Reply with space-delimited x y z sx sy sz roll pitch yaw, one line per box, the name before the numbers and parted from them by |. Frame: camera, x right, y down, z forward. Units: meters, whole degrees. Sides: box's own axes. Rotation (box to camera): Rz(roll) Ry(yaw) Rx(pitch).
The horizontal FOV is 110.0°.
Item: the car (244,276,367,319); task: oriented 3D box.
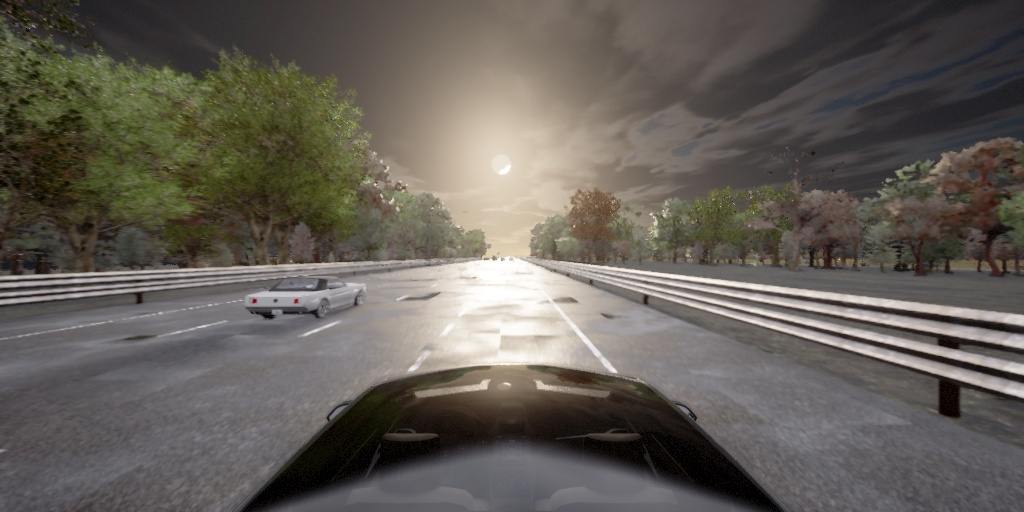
car | -6.910 1.357 12.748 1.895 1.301 4.718 0 0 -1
